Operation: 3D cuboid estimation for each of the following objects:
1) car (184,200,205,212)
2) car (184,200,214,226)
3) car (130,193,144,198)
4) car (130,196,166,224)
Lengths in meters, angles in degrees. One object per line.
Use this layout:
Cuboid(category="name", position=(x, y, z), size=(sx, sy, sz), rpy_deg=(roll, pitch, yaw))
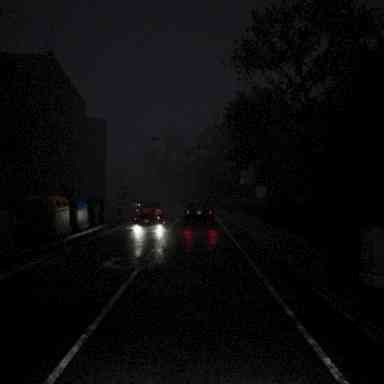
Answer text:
Cuboid(category="car", position=(0.261, 1.741, 42.651), size=(2.033, 1.411, 5.357), rpy_deg=(1, 0, -6))
Cuboid(category="car", position=(0.525, 1.453, 24.679), size=(2.097, 1.767, 4.553), rpy_deg=(0, 0, 1))
Cuboid(category="car", position=(-10.538, 1.237, 65.770), size=(2.150, 2.045, 5.566), rpy_deg=(4, -1, -27))
Cuboid(category="car", position=(-3.189, 1.453, 25.818), size=(2.097, 1.767, 4.553), rpy_deg=(0, 0, 1))
